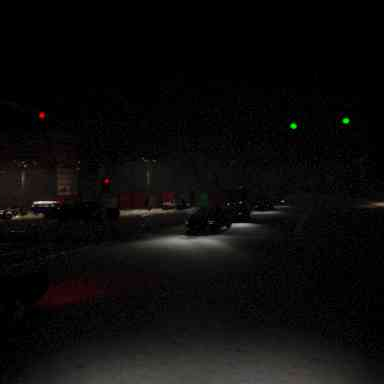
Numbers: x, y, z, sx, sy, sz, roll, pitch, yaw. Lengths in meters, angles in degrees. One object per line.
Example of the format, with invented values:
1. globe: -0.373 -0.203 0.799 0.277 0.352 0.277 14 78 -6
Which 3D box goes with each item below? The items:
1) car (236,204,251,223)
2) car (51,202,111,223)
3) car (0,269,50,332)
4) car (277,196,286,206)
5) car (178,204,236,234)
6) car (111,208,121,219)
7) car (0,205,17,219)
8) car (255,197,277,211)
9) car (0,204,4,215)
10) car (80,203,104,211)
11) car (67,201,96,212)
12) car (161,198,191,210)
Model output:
1. car: 3.720 1.726 27.959 1.812 1.442 4.674 -2 -1 21
2. car: -10.397 1.908 31.127 4.605 1.855 1.932 -2 -1 20
3. car: -4.504 1.825 4.866 1.895 1.301 4.718 -2 -1 19
4. car: 15.445 1.550 58.407 1.837 1.490 4.892 -2 -1 21
5. car: 1.128 1.691 21.172 1.882 1.535 5.008 -2 -1 20
6. car: -9.371 1.906 33.834 3.866 1.878 1.905 -2 -1 20
7. car: -24.888 2.815 42.253 3.806 1.475 1.970 -2 -1 20
8. car: 9.449 1.647 43.149 1.882 1.535 5.008 -2 -1 21
9. car: -35.336 3.145 58.037 4.605 1.855 1.932 -2 -1 20
10. car: -18.253 2.763 60.902 3.905 1.438 1.784 -2 -1 20
11. car: -19.295 2.558 58.199 4.605 1.855 1.932 -2 -1 20
12. car: -2.803 1.886 52.326 3.866 1.878 1.905 -2 -1 20
